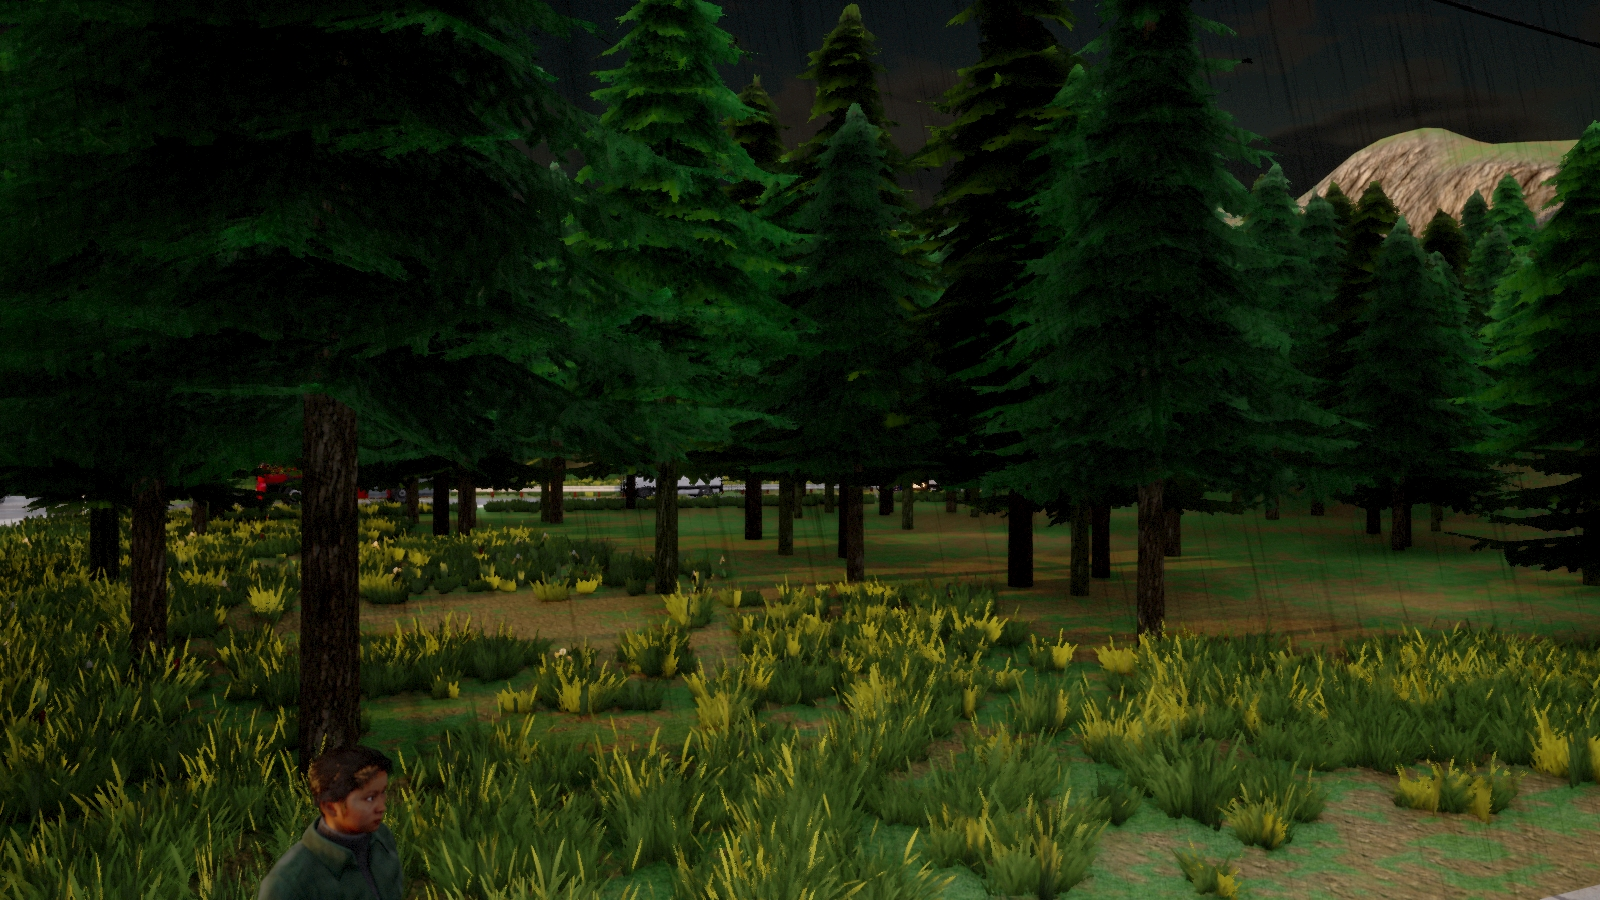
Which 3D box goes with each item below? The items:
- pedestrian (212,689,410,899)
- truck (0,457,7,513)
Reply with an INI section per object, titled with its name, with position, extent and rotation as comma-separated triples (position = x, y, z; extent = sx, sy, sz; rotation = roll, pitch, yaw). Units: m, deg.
[pedestrian]
position = -1.392, 1.663, 3.279
extent = 0.375, 1.860, 0.375
rotation = 0, 0, 11
[truck]
position = -38.129, 1.561, 50.087
extent = 5.204, 2.467, 2.627
rotation = 0, 0, -28
